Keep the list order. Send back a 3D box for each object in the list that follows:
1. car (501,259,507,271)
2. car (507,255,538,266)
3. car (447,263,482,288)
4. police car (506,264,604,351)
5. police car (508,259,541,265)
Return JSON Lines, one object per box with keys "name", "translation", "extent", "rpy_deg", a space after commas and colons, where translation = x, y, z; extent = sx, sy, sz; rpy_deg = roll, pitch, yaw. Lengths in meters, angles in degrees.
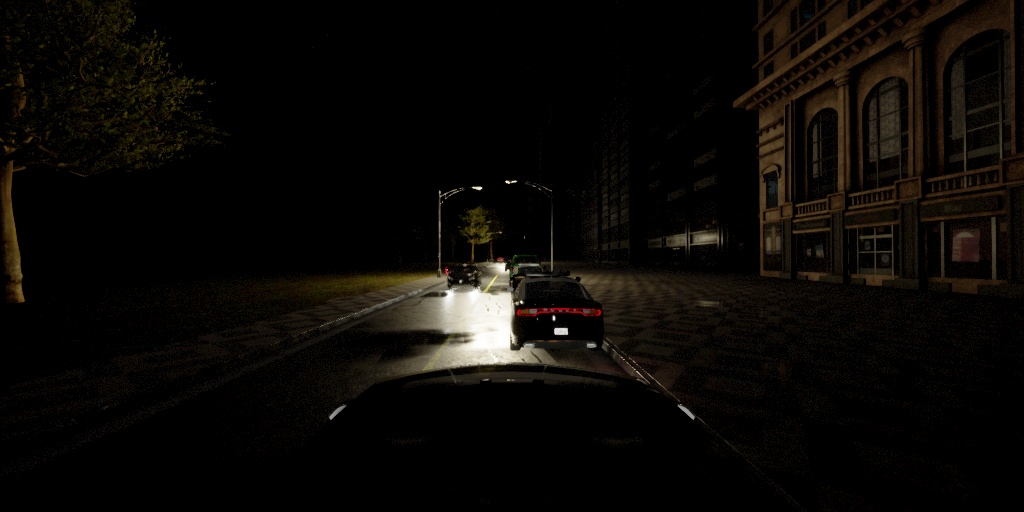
{"name": "car", "translation": [0.016, 1.252, 46.600], "extent": [2.033, 1.411, 5.357], "rpy_deg": [0, 0, 1]}
{"name": "car", "translation": [0.894, 0.963, 25.070], "extent": [2.150, 2.045, 5.566], "rpy_deg": [0, 0, 0]}
{"name": "car", "translation": [-3.004, 1.246, 23.426], "extent": [1.837, 1.490, 4.892], "rpy_deg": [0, 0, 0]}
{"name": "police car", "translation": [0.899, 1.175, 9.149], "extent": [1.930, 1.638, 5.238], "rpy_deg": [0, 0, 0]}
{"name": "police car", "translation": [0.897, 1.170, 19.150], "extent": [1.930, 1.638, 5.238], "rpy_deg": [0, 0, 0]}
